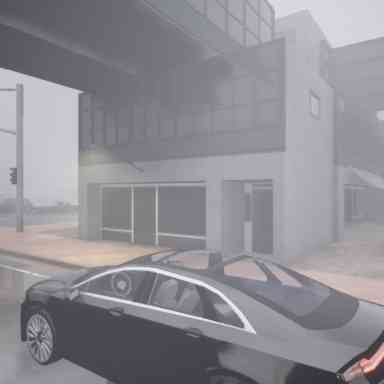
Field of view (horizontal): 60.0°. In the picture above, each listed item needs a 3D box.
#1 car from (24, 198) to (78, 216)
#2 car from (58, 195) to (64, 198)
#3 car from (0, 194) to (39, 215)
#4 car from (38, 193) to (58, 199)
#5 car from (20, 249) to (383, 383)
[{"bbox_3d":[-13.438,1.601,32.679,1.895,1.301,4.718,0,0,36],"label":"car"},{"bbox_3d":[-28.893,1.364,71.754,3.905,1.438,1.784,0,0,35],"label":"car"},{"bbox_3d":[-17.936,1.352,32.453,2.097,1.767,4.553,0,0,36],"label":"car"},{"bbox_3d":[-30.620,1.153,69.428,4.605,1.855,1.932,0,0,35],"label":"car"},{"bbox_3d":[-0.251,1.492,4.172,4.902,1.511,2.128,0,0,35],"label":"car"}]
